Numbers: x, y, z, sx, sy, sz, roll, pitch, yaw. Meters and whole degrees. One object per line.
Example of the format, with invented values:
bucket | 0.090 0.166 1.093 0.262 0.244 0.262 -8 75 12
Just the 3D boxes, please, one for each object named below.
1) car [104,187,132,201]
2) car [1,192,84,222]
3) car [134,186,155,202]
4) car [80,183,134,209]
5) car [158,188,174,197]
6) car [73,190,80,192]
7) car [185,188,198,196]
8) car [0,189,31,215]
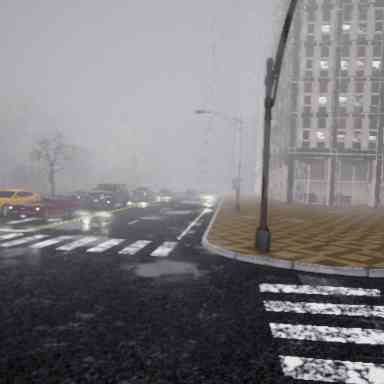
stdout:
car | -8.911 0.198 40.301 1.994 1.385 4.181 2 2 6
car | -8.149 0.844 18.703 1.895 1.301 4.718 2 2 6
car | -5.796 0.133 38.884 2.097 1.767 4.553 2 2 7
car | -7.030 0.240 28.310 2.150 2.045 5.566 2 2 7
car | -4.109 0.031 52.993 1.994 1.385 4.181 2 1 7
car | -10.076 0.460 30.390 1.895 1.301 4.718 2 2 7
car | -0.130 -0.007 59.026 2.033 1.411 5.357 2 2 7
car | -11.204 0.562 20.563 1.882 1.535 5.008 2 2 7
